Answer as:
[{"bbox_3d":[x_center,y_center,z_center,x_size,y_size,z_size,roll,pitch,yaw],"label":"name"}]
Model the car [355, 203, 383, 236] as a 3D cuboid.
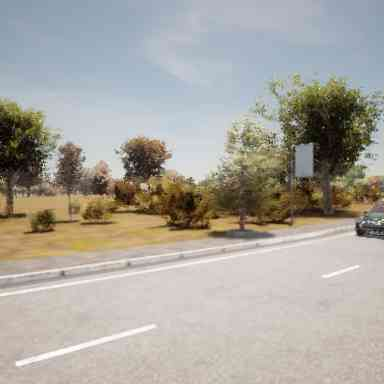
[{"bbox_3d":[10.370,1.361,17.453,4.553,1.767,2.097,0,0,-44],"label":"car"}]
